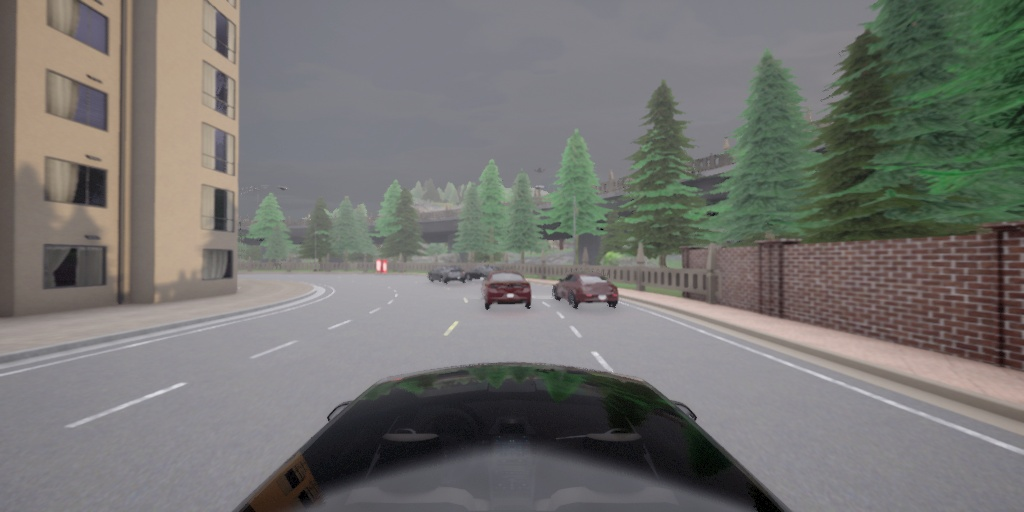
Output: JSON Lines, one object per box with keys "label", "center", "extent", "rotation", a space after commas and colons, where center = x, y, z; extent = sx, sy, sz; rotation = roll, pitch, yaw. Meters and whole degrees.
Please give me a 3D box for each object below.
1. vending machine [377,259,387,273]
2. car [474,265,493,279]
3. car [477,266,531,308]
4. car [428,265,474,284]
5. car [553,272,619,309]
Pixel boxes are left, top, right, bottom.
{"label": "vending machine", "center": [-18.040, 1.445, 49.642], "extent": [0.880, 2.100, 1.100], "rotation": [0, 0, 22]}
{"label": "car", "center": [-2.478, 1.557, 31.873], "extent": [2.128, 1.511, 4.902], "rotation": [0, -1, -33]}
{"label": "car", "center": [-0.394, 1.378, 16.146], "extent": [1.882, 1.535, 5.008], "rotation": [0, 0, -8]}
{"label": "car", "center": [-5.515, 1.539, 30.130], "extent": [2.128, 1.511, 4.902], "rotation": [0, -1, -33]}
{"label": "car", "center": [3.167, 1.424, 15.946], "extent": [1.812, 1.442, 4.674], "rotation": [0, 0, -7]}
